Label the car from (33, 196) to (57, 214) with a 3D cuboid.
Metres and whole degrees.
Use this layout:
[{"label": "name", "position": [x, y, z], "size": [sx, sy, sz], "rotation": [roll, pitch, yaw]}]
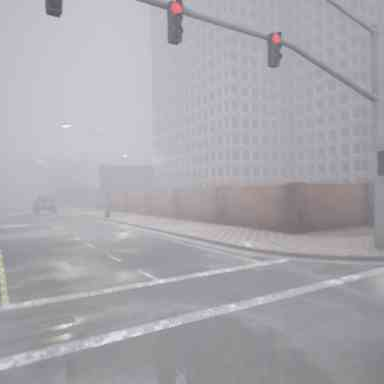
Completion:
[{"label": "car", "position": [-17.738, 1.518, 40.037], "size": [2.150, 2.045, 5.566], "rotation": [-1, 0, -31]}]
